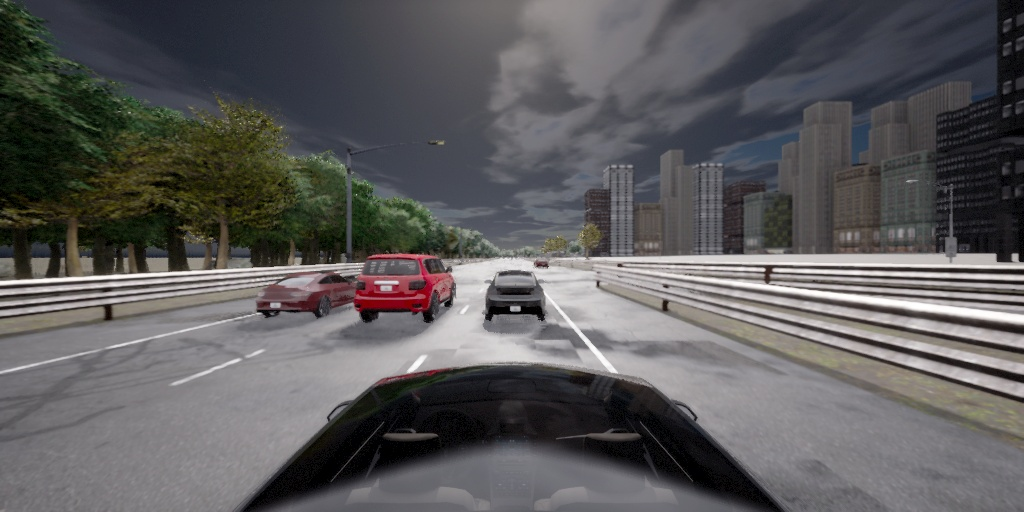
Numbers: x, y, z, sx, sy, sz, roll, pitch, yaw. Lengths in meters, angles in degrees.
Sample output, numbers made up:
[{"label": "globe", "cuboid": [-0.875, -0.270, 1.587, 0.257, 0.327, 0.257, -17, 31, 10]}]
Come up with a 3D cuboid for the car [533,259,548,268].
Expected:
[{"label": "car", "cuboid": [4.890, 1.263, 61.315, 1.882, 1.535, 5.008, 0, 0, -6]}]

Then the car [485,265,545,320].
[{"label": "car", "cuboid": [0.099, 1.249, 12.594, 1.837, 1.490, 4.892, 0, 0, 0]}]

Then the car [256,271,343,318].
[{"label": "car", "cuboid": [-6.902, 1.269, 12.769, 1.812, 1.442, 4.674, 0, 0, 0]}]

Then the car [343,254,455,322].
[{"label": "car", "cuboid": [-3.401, 0.965, 12.402, 2.150, 2.045, 5.566, 0, 0, 0]}]
